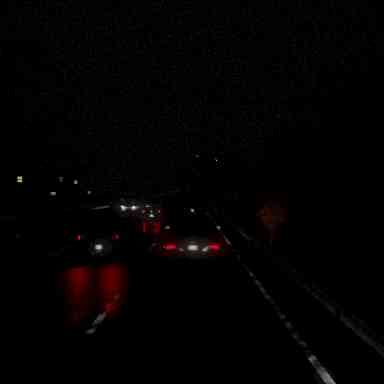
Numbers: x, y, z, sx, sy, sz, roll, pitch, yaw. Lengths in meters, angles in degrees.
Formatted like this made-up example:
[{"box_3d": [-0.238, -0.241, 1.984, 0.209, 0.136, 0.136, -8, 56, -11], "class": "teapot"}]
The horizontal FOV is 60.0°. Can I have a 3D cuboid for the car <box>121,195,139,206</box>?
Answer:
[{"box_3d": [-9.836, 1.322, 53.054, 2.097, 1.767, 4.553, 0, 0, 0], "class": "car"}]

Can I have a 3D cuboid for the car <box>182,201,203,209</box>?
[{"box_3d": [0.067, 1.551, 30.603, 1.994, 1.385, 4.181, 0, 0, 0], "class": "car"}]

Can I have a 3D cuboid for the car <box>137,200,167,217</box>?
[{"box_3d": [-3.192, 1.589, 28.680, 1.895, 1.301, 4.718, 0, 0, 0], "class": "car"}]

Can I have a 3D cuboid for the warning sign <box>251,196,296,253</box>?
[{"box_3d": [2.878, 1.114, 11.917, 1.300, 1.860, 1.060, 2, 2, 0], "class": "warning sign"}]

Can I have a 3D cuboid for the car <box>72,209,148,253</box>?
[{"box_3d": [-3.188, 1.597, 13.668, 1.895, 1.301, 4.718, 0, 0, 0], "class": "car"}]

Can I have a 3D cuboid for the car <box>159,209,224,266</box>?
[{"box_3d": [0.042, 1.544, 11.423, 2.033, 1.411, 5.357, 0, 0, 0], "class": "car"}]

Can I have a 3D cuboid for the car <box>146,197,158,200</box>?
[{"box_3d": [-6.577, 1.533, 54.656, 1.994, 1.385, 4.181, 0, 0, 0], "class": "car"}]
